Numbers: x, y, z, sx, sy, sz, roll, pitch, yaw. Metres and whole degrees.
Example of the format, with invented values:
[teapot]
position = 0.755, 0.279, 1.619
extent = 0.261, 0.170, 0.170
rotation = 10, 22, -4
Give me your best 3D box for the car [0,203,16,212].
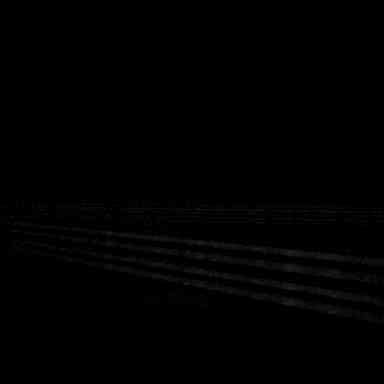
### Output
[car]
position = -19.709, 1.677, 32.282
extent = 5.357, 1.411, 2.033
rotation = 0, 0, 20
